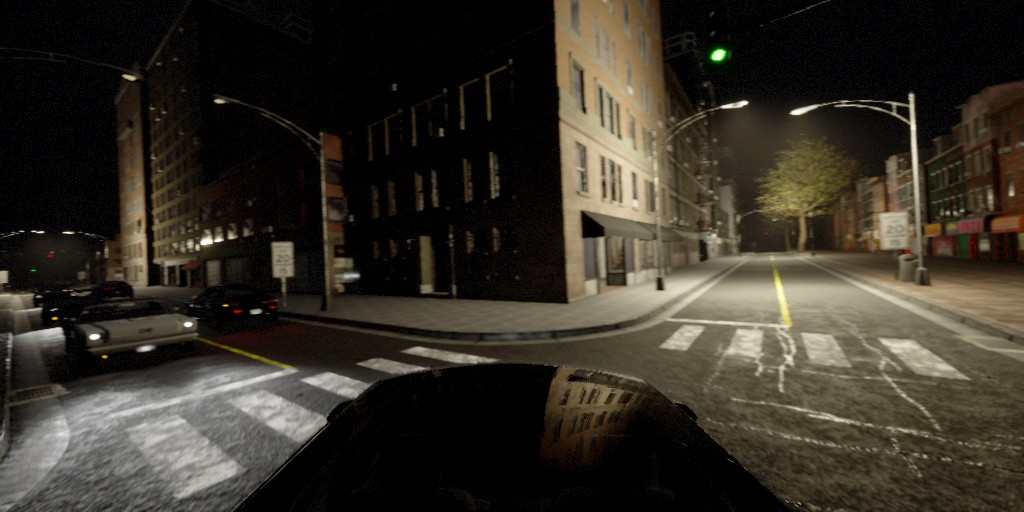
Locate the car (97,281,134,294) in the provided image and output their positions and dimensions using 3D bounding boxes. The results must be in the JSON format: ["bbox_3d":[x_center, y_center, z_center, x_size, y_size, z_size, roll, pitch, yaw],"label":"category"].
[{"bbox_3d":[-31.902,2.708,28.626,5.008,1.535,1.882,-3,0,36],"label":"car"}]

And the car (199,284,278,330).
[{"bbox_3d":[-10.354,1.757,13.201,4.674,1.442,1.812,-3,0,35],"label":"car"}]

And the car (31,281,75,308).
[{"bbox_3d":[-32.437,2.757,25.430,4.674,1.442,1.812,-3,-1,36],"label":"car"}]

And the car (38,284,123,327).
[{"bbox_3d":[-18.931,2.165,15.695,4.181,1.385,1.994,-3,0,37],"label":"car"}]

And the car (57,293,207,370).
[{"bbox_3d":[-9.766,1.783,9.095,4.718,1.301,1.895,-3,0,36],"label":"car"}]
